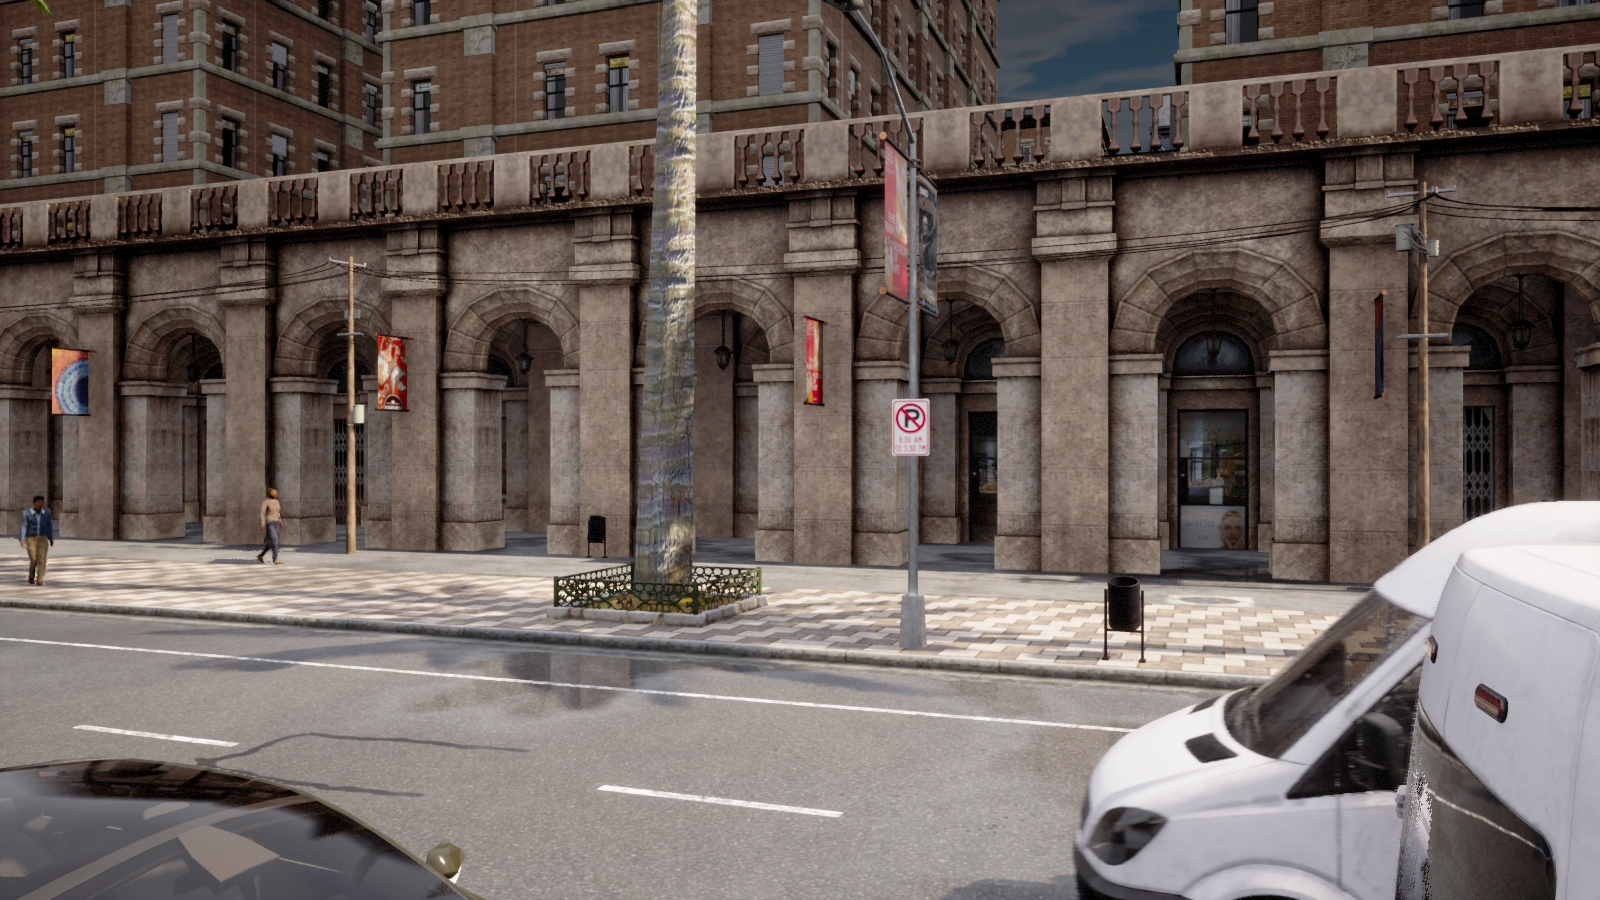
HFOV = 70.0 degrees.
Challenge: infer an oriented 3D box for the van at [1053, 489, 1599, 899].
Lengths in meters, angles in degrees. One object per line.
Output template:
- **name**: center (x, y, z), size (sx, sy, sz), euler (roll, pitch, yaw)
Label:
- **van**: center (4.344, 1.534, 5.445), size (5.915, 2.561, 1.988), euler (0, 0, 20)

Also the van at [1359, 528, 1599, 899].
- **van**: center (4.249, 1.534, 1.754), size (5.915, 2.561, 1.988), euler (0, 0, 20)

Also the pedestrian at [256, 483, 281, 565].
- **pedestrian**: center (-12.277, 1.696, 26.381), size (0.375, 1.860, 0.375), euler (0, 0, 20)

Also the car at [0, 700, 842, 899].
- **car**: center (-2.519, 2.061, 4.220), size (4.892, 1.480, 2.231), euler (0, 0, 20)

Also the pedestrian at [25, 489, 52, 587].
- **pedestrian**: center (-14.793, 1.696, 22.195), size (0.375, 1.860, 0.375), euler (0, 0, -44)
